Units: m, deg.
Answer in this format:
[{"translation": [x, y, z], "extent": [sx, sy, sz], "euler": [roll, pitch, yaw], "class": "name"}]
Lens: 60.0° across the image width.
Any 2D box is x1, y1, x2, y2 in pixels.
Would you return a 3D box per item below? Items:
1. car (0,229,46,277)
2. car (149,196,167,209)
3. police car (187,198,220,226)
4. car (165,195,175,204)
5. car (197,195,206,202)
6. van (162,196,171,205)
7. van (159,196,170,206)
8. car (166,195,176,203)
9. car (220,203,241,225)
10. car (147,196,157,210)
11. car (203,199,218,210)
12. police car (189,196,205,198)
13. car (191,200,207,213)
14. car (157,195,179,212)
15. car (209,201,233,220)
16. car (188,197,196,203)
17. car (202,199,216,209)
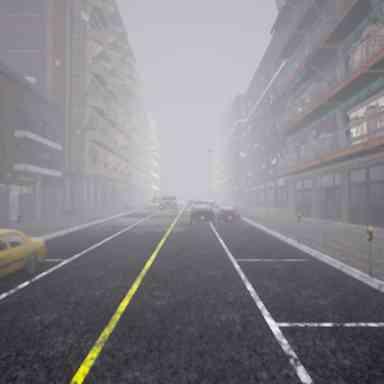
[{"translation": [-5.293, 1.556, 8.206], "extent": [1.752, 1.417, 4.829], "euler": [2, 0, 0], "class": "car"}, {"translation": [-5.286, 1.571, 52.615], "extent": [2.192, 1.841, 5.009], "euler": [2, 0, 0], "class": "car"}, {"translation": [0.714, 1.526, 24.675], "extent": [1.930, 1.638, 5.238], "euler": [0, 0, 0], "class": "police car"}, {"translation": [-5.286, 1.761, 80.266], "extent": [2.192, 1.841, 5.009], "euler": [1, 0, 0], "class": "car"}, {"translation": [2.560, 1.847, 91.267], "extent": [2.192, 1.841, 5.009], "euler": [1, 0, 0], "class": "car"}, {"translation": [-5.287, 1.706, 69.205], "extent": [1.690, 1.788, 3.998], "euler": [1, 0, 0], "class": "van"}, {"translation": [-5.287, 1.667, 63.673], "extent": [1.690, 1.788, 3.998], "euler": [2, 0, 0], "class": "van"}, {"translation": [-5.286, 1.804, 85.796], "extent": [2.192, 1.841, 5.009], "euler": [1, 0, 0], "class": "car"}, {"translation": [2.586, 1.647, 24.897], "extent": [1.887, 1.381, 4.507], "euler": [1, 0, 0], "class": "car"}, {"translation": [-5.292, 1.747, 46.912], "extent": [1.752, 1.417, 4.829], "euler": [2, 0, 0], "class": "car"}, {"translation": [2.587, 1.767, 47.019], "extent": [1.887, 1.381, 4.507], "euler": [1, 0, 0], "class": "car"}, {"translation": [0.827, 1.577, 34.677], "extent": [1.930, 1.638, 5.238], "euler": [0, 0, 0], "class": "police car"}, {"translation": [0.828, 1.711, 40.569], "extent": [1.812, 1.442, 4.674], "euler": [0, 0, 0], "class": "car"}, {"translation": [-2.840, 1.416, 42.318], "extent": [2.150, 2.045, 5.566], "euler": [0, 0, 0], "class": "car"}, {"translation": [2.587, 1.656, 30.599], "extent": [1.752, 1.417, 4.829], "euler": [1, 0, 0], "class": "car"}, {"translation": [0.005, 1.849, 76.147], "extent": [1.895, 1.301, 4.718], "euler": [0, 0, 0], "class": "car"}, {"translation": [2.587, 1.806, 52.550], "extent": [2.008, 1.369, 4.403], "euler": [1, 0, 0], "class": "car"}]
